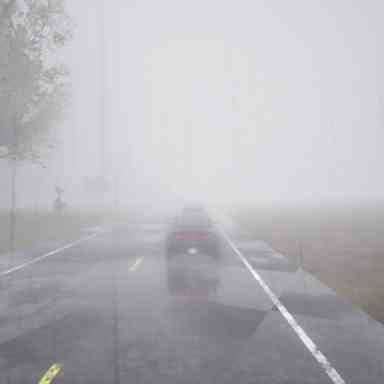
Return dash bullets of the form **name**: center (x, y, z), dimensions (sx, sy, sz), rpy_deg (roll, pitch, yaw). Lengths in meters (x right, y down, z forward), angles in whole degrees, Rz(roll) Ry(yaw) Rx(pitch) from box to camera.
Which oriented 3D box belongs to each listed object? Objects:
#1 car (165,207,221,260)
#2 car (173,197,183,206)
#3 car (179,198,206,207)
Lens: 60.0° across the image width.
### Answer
- **car**: center (0.050, 1.547, 12.614), dimensions (1.837, 1.490, 4.892), rpy_deg (0, 0, 1)
- **car**: center (-2.299, 1.691, 58.812), dimensions (1.837, 1.490, 4.892), rpy_deg (0, 0, 4)
- **car**: center (0.208, 1.572, 28.838), dimensions (1.882, 1.535, 5.008), rpy_deg (0, 0, 2)
